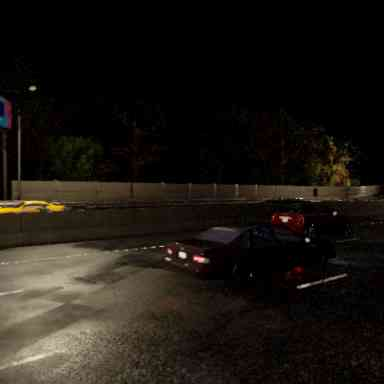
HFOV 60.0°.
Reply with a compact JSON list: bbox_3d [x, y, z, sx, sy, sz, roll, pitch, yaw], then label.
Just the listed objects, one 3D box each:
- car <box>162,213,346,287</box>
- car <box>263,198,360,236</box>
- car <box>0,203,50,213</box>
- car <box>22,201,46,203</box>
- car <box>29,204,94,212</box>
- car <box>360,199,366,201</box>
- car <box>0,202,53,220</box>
[{"bbox_3d":[1.820,1.542,9.342,5.357,1.411,2.033,0,0,-36],"label":"car"},{"bbox_3d":[6.055,1.344,16.664,4.553,1.767,2.097,0,0,-35],"label":"car"},{"bbox_3d":[-10.904,1.597,22.008,4.718,1.301,1.895,0,0,-35],"label":"car"},{"bbox_3d":[-12.277,1.473,25.327,5.008,1.535,1.882,0,0,-35],"label":"car"},{"bbox_3d":[-7.307,1.559,20.274,4.181,1.385,1.994,0,0,-35],"label":"car"},{"bbox_3d":[17.311,1.607,37.792,4.718,1.301,1.895,0,0,-35],"label":"car"},{"bbox_3d":[-14.237,1.559,28.227,4.181,1.385,1.994,0,0,-35],"label":"car"}]
